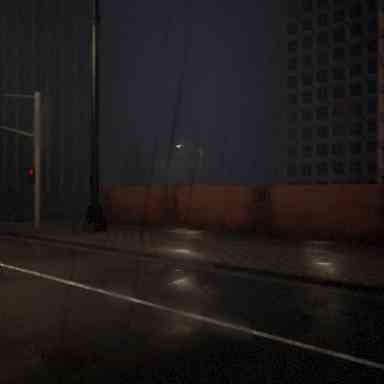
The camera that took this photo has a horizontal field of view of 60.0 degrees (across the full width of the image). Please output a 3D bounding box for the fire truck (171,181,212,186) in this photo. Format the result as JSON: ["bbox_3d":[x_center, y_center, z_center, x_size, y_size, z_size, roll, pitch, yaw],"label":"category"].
[{"bbox_3d":[0.000,0.234,54.733,2.891,3.827,8.468,0,0,35],"label":"fire truck"}]
